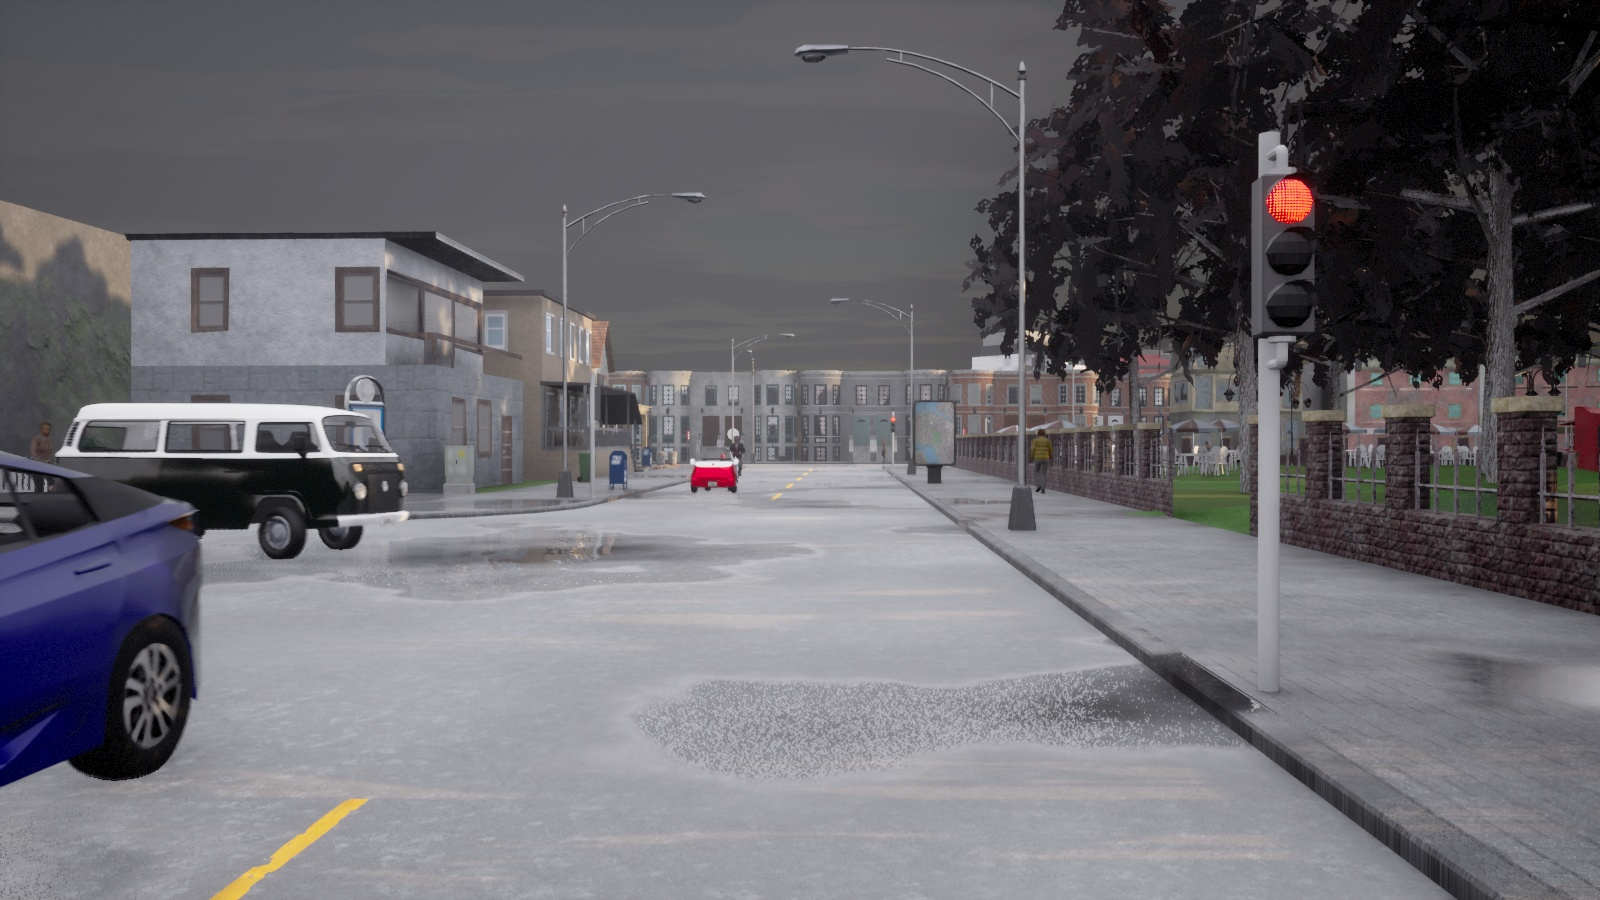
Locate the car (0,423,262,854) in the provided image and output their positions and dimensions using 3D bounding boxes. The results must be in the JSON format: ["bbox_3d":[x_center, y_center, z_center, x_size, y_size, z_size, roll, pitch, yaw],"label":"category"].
[{"bbox_3d":[-3.841,0.667,4.186,2.007,1.525,4.514,0,0,2],"label":"car"}]

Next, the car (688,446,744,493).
[{"bbox_3d":[-2.562,0.582,38.474,1.481,1.376,2.207,0,0,2],"label":"car"}]

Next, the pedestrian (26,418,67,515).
[{"bbox_3d":[-14.379,0.309,23.967,0.634,1.846,0.331,0,0,15],"label":"pedestrian"}]

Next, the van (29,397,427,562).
[{"bbox_3d":[-7.609,0.368,16.942,4.480,2.038,2.069,0,0,9],"label":"van"}]

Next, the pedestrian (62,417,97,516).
[{"bbox_3d":[-13.696,0.310,23.868,0.614,1.847,0.353,0,0,37],"label":"pedestrian"}]

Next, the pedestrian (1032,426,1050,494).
[{"bbox_3d":[6.586,0.268,34.356,0.370,1.835,0.726,0,0,2],"label":"pedestrian"}]
